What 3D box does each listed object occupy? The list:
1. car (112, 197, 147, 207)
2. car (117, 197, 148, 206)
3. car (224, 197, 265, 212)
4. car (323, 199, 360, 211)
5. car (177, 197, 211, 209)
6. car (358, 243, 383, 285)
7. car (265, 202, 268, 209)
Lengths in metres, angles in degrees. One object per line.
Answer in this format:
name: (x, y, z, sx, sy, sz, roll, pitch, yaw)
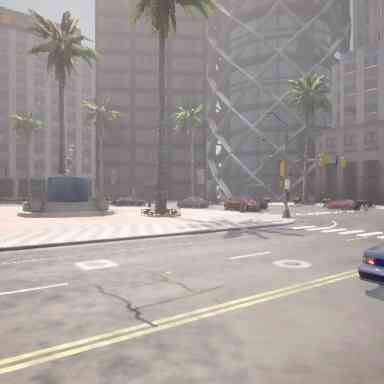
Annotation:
car: (-9.737, 1.601, 50.807, 4.718, 1.301, 1.895, 0, 0, 15)
car: (-9.643, 1.526, 54.304, 4.674, 1.442, 1.812, 0, 0, 14)
car: (5.940, 1.352, 39.669, 2.097, 1.767, 4.553, 0, 0, -39)
car: (18.430, 1.564, 41.082, 1.994, 1.385, 4.181, 0, 0, -36)
car: (-0.065, 1.564, 45.852, 4.181, 1.385, 1.994, 0, 0, 35)
car: (6.251, 1.547, 8.230, 5.357, 1.411, 2.033, 0, 0, -35)
car: (7.585, 1.478, 43.233, 1.882, 1.535, 5.008, 0, 0, -41)
